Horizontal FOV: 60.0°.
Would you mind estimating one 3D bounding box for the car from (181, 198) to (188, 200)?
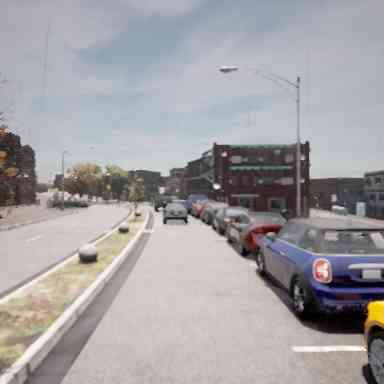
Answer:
[{"bbox_3d":[0.454,1.311,35.336,2.435,2.045,5.566,0,0,-7],"label":"car"}]

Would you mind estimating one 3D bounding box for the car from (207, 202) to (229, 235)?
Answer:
[{"bbox_3d":[2.253,1.527,18.767,2.002,1.452,4.674,0,0,-4],"label":"car"}]

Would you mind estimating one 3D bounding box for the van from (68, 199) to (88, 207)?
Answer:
[{"bbox_3d":[-26.449,2.538,77.413,4.442,1.987,1.878,0,-2,-18],"label":"van"}]

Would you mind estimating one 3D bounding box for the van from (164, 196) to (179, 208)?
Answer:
[{"bbox_3d":[-3.540,1.749,57.230,1.878,1.987,4.442,0,-1,-12],"label":"van"}]

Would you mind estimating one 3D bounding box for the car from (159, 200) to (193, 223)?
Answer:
[{"bbox_3d":[-1.354,1.568,25.805,2.033,1.411,5.357,0,0,-6],"label":"car"}]

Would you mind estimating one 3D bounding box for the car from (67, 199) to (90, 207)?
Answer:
[{"bbox_3d":[-29.013,2.738,85.045,5.566,2.045,2.435,0,-2,-20],"label":"car"}]

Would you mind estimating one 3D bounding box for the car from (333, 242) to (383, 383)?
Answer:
[{"bbox_3d":[3.004,1.478,2.014,2.097,1.535,5.008,0,0,0],"label":"car"}]

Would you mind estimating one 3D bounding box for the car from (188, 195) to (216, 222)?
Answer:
[{"bbox_3d":[1.168,1.390,29.771,2.185,1.767,4.553,0,0,-6],"label":"car"}]

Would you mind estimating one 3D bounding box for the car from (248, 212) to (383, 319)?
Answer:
[{"bbox_3d":[2.879,1.355,7.537,2.185,1.767,4.553,0,0,-1],"label":"car"}]

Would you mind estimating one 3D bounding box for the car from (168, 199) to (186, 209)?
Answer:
[{"bbox_3d":[-2.381,1.875,51.673,2.002,1.452,4.674,0,-1,-11],"label":"car"}]

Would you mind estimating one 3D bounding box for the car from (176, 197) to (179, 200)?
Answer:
[{"bbox_3d":[-1.330,1.762,46.232,2.002,1.452,4.674,0,-1,-10],"label":"car"}]

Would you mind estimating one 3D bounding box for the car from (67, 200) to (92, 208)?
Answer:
[{"bbox_3d":[-25.314,2.680,74.902,5.366,1.575,1.946,0,-2,-18],"label":"car"}]

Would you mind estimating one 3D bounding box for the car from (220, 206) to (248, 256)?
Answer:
[{"bbox_3d":[2.614,1.513,13.259,2.163,1.488,4.792,0,0,-3],"label":"car"}]

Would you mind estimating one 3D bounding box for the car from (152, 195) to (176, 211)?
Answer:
[{"bbox_3d":[-3.739,1.416,42.889,2.150,2.045,5.566,0,-1,-10],"label":"car"}]

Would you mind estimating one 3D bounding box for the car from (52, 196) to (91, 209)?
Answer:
[{"bbox_3d":[-19.652,1.741,53.685,5.566,2.045,2.435,0,-1,-12],"label":"car"}]

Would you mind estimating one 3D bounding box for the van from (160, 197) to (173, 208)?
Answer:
[{"bbox_3d":[-4.808,1.907,62.619,1.878,1.987,4.442,0,-2,-13],"label":"van"}]

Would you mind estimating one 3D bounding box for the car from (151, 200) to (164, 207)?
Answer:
[{"bbox_3d":[-7.622,2.473,73.192,2.097,1.535,5.008,0,-2,-16],"label":"car"}]
